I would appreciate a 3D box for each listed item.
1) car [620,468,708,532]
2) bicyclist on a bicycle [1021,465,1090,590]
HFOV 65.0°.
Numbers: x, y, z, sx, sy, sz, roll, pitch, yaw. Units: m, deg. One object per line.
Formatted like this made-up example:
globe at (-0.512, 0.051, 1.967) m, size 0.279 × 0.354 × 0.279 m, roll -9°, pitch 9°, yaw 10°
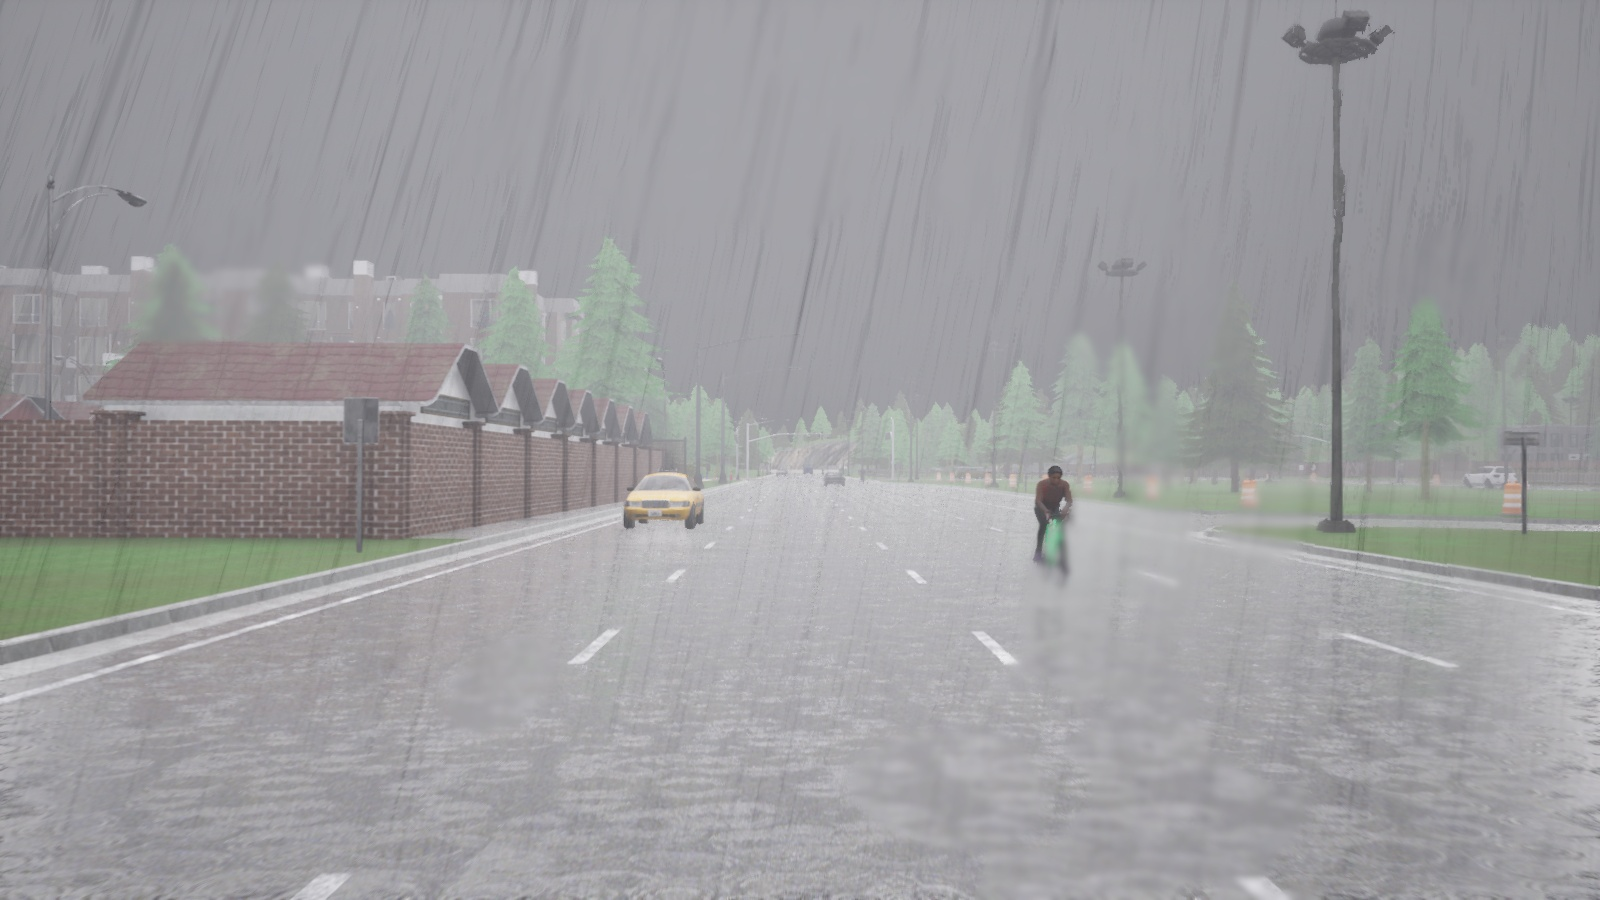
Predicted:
car at (-3.590, 1.281, 33.921) m, size 1.801 × 1.575 × 5.366 m, roll 0°, pitch -1°, yaw 0°
bicyclist on a bicycle at (3.454, 1.011, 17.072) m, size 0.582 × 1.620 × 1.656 m, roll 0°, pitch -1°, yaw 0°
